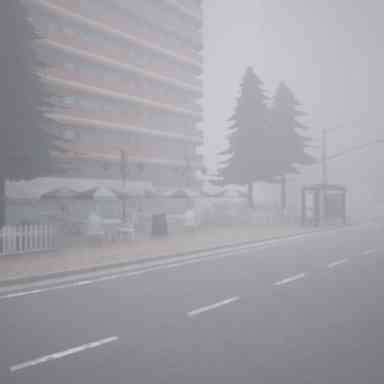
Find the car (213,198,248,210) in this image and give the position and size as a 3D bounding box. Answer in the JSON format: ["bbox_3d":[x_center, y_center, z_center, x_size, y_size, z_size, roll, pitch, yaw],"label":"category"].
[{"bbox_3d":[5.086,1.876,46.264,2.128,1.511,4.902,0,-1,-43],"label":"car"}]

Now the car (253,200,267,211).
[{"bbox_3d":[8.411,1.865,47.845,1.882,1.535,5.008,0,-1,-43],"label":"car"}]
